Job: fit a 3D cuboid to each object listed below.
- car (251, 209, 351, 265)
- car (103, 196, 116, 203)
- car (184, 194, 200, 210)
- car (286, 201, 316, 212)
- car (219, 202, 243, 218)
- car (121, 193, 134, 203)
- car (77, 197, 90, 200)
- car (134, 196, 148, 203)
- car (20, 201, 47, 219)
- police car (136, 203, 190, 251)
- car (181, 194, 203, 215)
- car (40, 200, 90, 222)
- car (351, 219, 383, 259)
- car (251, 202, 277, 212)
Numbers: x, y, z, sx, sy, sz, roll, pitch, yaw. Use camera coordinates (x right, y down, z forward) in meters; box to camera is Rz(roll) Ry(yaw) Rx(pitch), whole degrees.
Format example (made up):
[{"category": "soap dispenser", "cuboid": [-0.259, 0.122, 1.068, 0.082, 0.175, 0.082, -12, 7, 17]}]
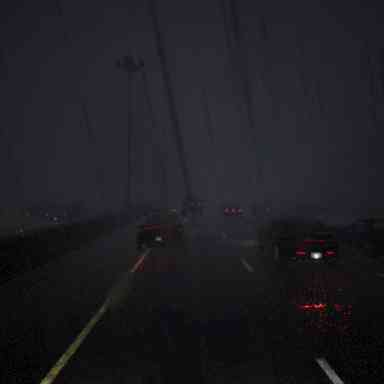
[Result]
[{"category": "car", "cuboid": [3.602, 1.598, 12.049, 1.837, 1.490, 4.892, 0, 0, 0]}, {"category": "car", "cuboid": [-17.491, 1.604, 70.732, 1.837, 1.490, 4.892, 0, 0, 0]}, {"category": "car", "cuboid": [0.009, 1.353, 47.676, 2.150, 2.045, 5.566, 0, 0, 0]}, {"category": "car", "cuboid": [10.604, 1.638, 32.692, 1.837, 1.490, 4.892, 0, 0, 0]}, {"category": "car", "cuboid": [3.604, 1.680, 31.483, 2.033, 1.411, 5.357, 0, 0, 0]}, {"category": "car", "cuboid": [-13.991, 1.298, 72.909, 2.150, 2.045, 5.566, 0, 0, 0]}, {"category": "car", "cuboid": [-20.995, 1.653, 63.933, 1.812, 1.442, 4.674, 0, 0, 0]}, {"category": "car", "cuboid": [-10.491, 1.627, 71.148, 2.128, 1.511, 4.902, 0, 0, 0]}, {"category": "car", "cuboid": [-14.092, 1.626, 30.897, 2.128, 1.511, 4.902, 0, 0, 0]}, {"category": "police car", "cuboid": [-1.223, 1.531, 14.841, 1.930, 1.638, 5.238, 0, 0, 0]}, {"category": "car", "cuboid": [0.035, 1.355, 35.550, 2.150, 2.045, 5.566, 0, 0, 0]}, {"category": "car", "cuboid": [-10.594, 1.681, 28.496, 2.033, 1.411, 5.357, 0, 0, 0]}, {"category": "car", "cuboid": [7.102, 1.699, 12.994, 1.895, 1.301, 4.718, 0, 0, 0]}, {"category": "car", "cuboid": [7.104, 1.697, 32.839, 1.994, 1.385, 4.181, 0, 0, 0]}]
